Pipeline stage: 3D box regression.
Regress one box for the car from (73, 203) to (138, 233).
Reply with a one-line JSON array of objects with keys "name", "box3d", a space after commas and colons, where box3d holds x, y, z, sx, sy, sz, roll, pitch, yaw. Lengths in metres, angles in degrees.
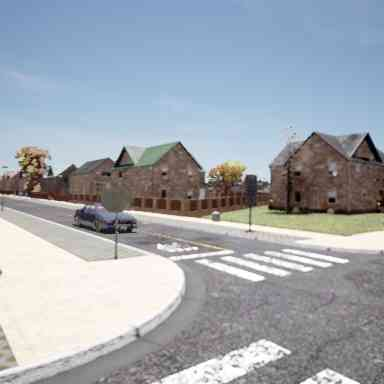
[{"name": "car", "box3d": [-4.936, 1.336, 18.415, 2.033, 1.411, 5.357, 2, 0, -37]}]
